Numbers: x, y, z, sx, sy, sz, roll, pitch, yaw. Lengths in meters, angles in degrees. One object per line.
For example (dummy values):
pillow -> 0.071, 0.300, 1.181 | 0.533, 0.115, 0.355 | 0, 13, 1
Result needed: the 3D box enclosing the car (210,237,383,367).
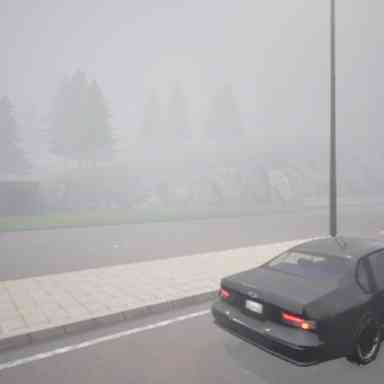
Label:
car -> 2.846, 1.527, 5.775 | 5.357, 1.411, 2.033 | 0, 0, -36
